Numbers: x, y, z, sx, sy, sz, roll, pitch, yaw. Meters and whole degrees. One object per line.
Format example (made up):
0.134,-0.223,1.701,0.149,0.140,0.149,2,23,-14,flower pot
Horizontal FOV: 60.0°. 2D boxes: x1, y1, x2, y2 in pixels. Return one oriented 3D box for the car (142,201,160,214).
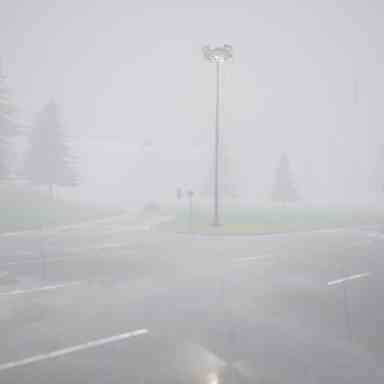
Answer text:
-4.721,1.762,38.803,1.812,1.442,4.674,1,0,-8,car
